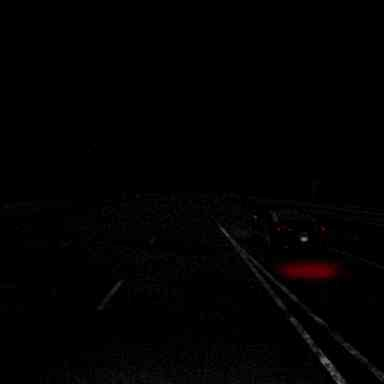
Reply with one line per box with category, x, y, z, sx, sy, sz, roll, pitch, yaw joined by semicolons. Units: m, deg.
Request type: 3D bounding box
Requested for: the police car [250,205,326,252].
police car;3.666;1.352;13.643;1.930;1.638;5.238;0;0;-2
